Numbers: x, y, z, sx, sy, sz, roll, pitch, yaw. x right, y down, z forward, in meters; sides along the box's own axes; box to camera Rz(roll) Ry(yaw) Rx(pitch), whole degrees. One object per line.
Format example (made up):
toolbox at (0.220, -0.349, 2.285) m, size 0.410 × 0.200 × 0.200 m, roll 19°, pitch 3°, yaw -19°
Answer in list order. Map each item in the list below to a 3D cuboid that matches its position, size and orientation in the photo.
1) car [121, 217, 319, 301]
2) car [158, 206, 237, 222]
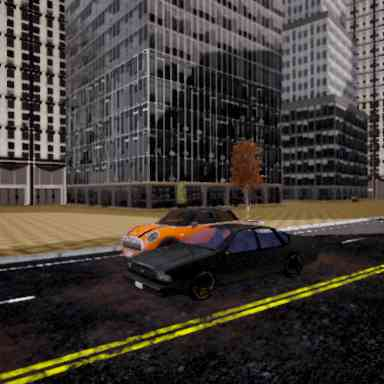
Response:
car at (1.034, 1.539, 8.509) m, size 5.357 × 1.411 × 2.033 m, roll 0°, pitch 0°, yaw -37°
car at (-0.151, 1.345, 11.711) m, size 4.553 × 1.767 × 2.097 m, roll 0°, pitch 0°, yaw -37°
